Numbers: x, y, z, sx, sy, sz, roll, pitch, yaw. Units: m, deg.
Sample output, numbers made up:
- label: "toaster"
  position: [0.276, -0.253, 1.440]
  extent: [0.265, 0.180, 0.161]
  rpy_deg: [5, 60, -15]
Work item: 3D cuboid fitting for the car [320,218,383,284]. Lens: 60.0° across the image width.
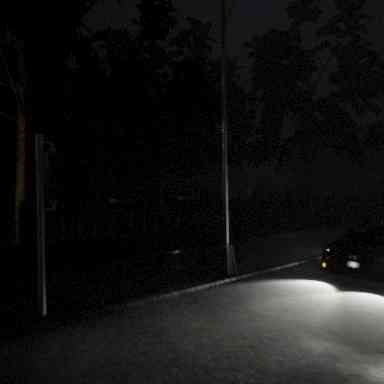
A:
- label: "car"
  position: [5.181, 1.408, 8.649]
  extent: [4.181, 1.385, 1.994]
  rpy_deg: [-1, 1, -38]
